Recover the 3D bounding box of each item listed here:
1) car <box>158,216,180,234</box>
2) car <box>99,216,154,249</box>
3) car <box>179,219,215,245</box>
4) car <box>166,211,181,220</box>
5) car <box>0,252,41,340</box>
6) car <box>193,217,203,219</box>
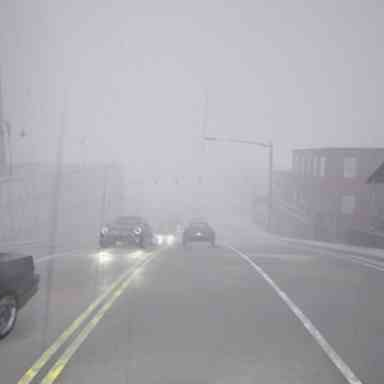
[{"bbox_3d":[-2.854,3.976,39.045,2.128,1.511,4.902,0,-1,1],"label":"car"},{"bbox_3d":[-3.320,2.022,17.619,2.097,1.767,4.553,0,-6,1],"label":"car"},{"bbox_3d":[0.444,2.659,21.507,1.994,1.385,4.181,0,-6,1],"label":"car"},{"bbox_3d":[-2.686,3.734,48.735,2.097,1.767,4.553,0,3,1],"label":"car"},{"bbox_3d":[-3.564,1.426,3.428,2.033,1.411,5.357,0,2,1],"label":"car"},{"bbox_3d":[0.822,4.052,43.990,2.033,1.411,5.357,0,1,1],"label":"car"}]
